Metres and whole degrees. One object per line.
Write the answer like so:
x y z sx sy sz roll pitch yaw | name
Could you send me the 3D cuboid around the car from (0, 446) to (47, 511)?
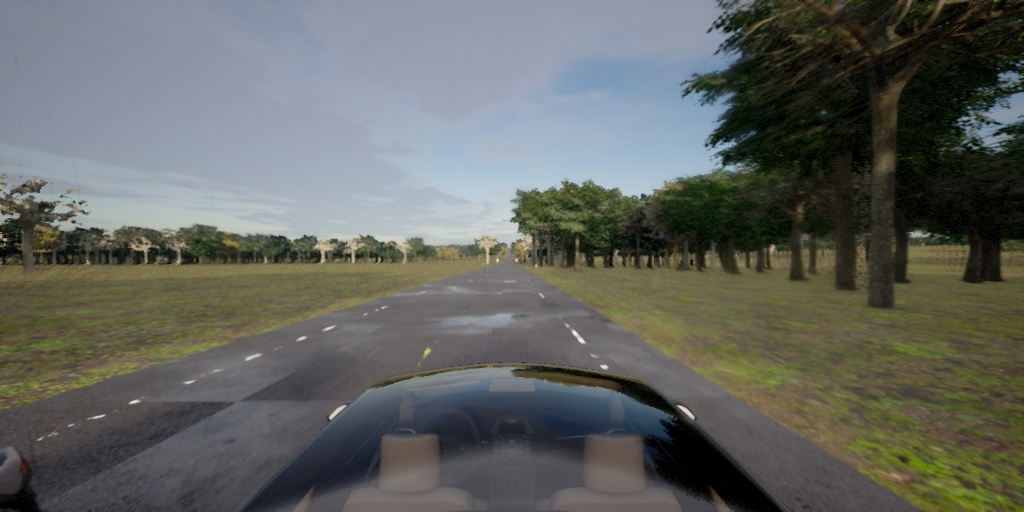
-3.540 1.325 0.186 1.994 1.385 4.181 0 -1 0 | car
